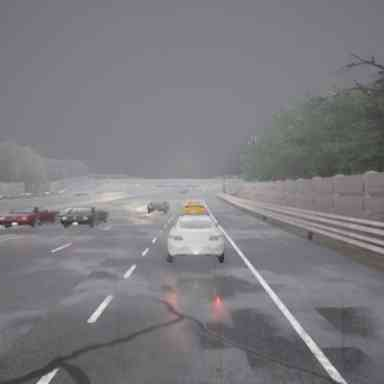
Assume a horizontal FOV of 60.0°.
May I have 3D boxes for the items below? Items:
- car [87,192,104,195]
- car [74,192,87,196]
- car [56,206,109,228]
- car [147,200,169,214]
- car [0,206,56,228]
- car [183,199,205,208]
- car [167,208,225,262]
[{"bbox_3d":[-20.488,0.619,72.535,2.033,1.411,5.357,0,1,1],"label":"car"},{"bbox_3d":[-23.994,0.710,72.143,1.895,1.301,4.718,0,1,1],"label":"car"},{"bbox_3d":[-6.858,1.573,21.777,1.895,1.301,4.718,0,0,0],"label":"car"},{"bbox_3d":[-3.390,1.493,34.437,1.895,1.301,4.718,0,1,0],"label":"car"},{"bbox_3d":[-10.358,1.573,21.652,1.895,1.301,4.718,0,0,0],"label":"car"},{"bbox_3d":[0.186,1.409,30.098,1.882,1.535,5.008,0,0,0],"label":"car"},{"bbox_3d":[0.127,1.512,12.001,1.812,1.442,4.674,0,0,0],"label":"car"}]
